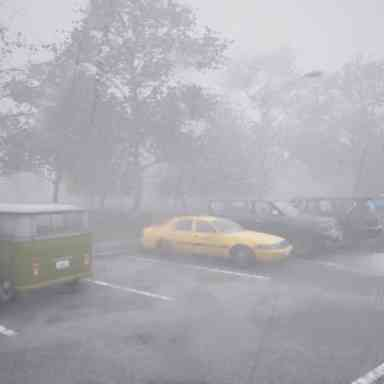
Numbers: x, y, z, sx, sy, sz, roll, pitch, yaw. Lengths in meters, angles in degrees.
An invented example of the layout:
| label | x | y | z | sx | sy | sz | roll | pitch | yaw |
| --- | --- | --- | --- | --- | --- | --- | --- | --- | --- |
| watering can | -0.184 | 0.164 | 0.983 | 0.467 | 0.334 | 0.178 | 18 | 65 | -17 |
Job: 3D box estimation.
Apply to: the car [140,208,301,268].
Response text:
| label | x | y | z | sx | sy | sz | roll | pitch | yaw |
| --- | --- | --- | --- | --- | --- | --- | --- | --- | --- |
| car | 0.639 | 1.492 | 11.390 | 5.366 | 1.575 | 1.946 | -1 | -1 | 35 |

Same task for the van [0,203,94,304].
| label | x | y | z | sx | sy | sz | roll | pitch | yaw |
| --- | --- | --- | --- | --- | --- | --- | --- | --- | --- |
| van | -4.454 | 1.263 | 8.127 | 4.442 | 1.987 | 1.878 | -1 | -1 | 35 |

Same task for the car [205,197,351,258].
| label | x | y | z | sx | sy | sz | roll | pitch | yaw |
| --- | --- | --- | --- | --- | --- | --- | --- | --- | --- |
| car | 2.924 | 1.250 | 13.178 | 5.566 | 2.045 | 2.435 | -1 | -1 | 35 |

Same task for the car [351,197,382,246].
| label | x | y | z | sx | sy | sz | roll | pitch | yaw |
| --- | --- | --- | --- | --- | --- | --- | --- | --- | --- |
| car | 5.289 | 1.254 | 14.905 | 5.566 | 2.045 | 2.435 | -1 | -1 | 35 |
